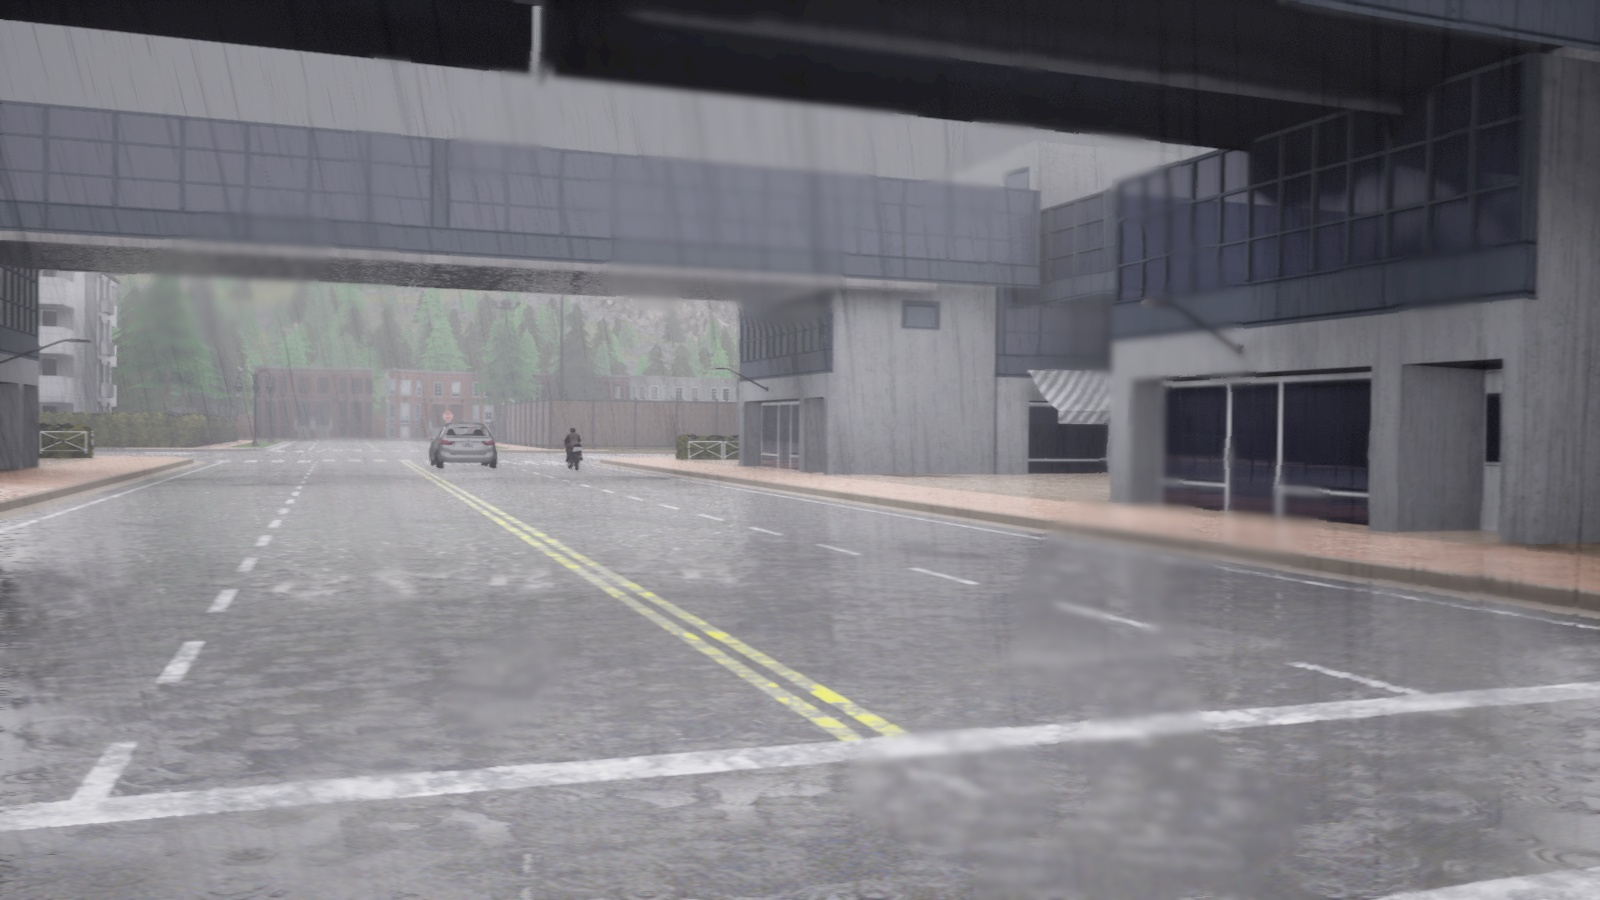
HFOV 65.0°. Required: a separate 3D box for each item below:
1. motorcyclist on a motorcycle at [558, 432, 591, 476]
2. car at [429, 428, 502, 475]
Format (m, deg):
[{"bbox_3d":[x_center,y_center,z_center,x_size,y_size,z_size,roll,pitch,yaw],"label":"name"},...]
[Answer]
[{"bbox_3d":[-8.108,0.135,45.062,0.797,1.523,2.044,-1,1,-20],"label":"motorcyclist on a motorcycle"},{"bbox_3d":[-12.701,0.008,47.434,2.242,1.667,4.611,-1,1,-20],"label":"car"}]
